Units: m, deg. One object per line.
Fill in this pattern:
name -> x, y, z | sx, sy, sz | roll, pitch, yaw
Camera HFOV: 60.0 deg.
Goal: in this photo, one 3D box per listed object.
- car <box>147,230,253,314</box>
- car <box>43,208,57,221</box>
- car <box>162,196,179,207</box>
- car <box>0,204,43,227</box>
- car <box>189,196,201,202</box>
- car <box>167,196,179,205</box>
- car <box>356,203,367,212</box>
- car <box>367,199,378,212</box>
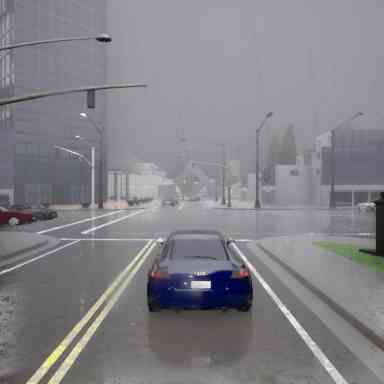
car -> 0.093, 1.564, 7.727 | 1.994, 1.385, 4.181 | 0, 0, -2
car -> -12.891, 1.637, 26.196 | 4.181, 1.385, 1.994 | -1, 0, -1
car -> -3.553, 1.491, 51.205 | 2.128, 1.511, 4.902 | 0, 0, 0
car -> -13.267, 1.553, 22.671 | 5.008, 1.535, 1.882 | 0, 0, -1
car -> 0.744, 1.540, 76.924 | 2.033, 1.411, 5.357 | 0, 0, 12
car -> -3.500, 1.505, 61.605 | 1.837, 1.490, 4.892 | 0, 0, 1
car -> 20.770, 1.477, 37.123 | 4.674, 1.442, 1.812 | 0, 0, -2
car -> 20.529, 1.515, 33.608 | 4.181, 1.385, 1.994 | 0, 0, 0
